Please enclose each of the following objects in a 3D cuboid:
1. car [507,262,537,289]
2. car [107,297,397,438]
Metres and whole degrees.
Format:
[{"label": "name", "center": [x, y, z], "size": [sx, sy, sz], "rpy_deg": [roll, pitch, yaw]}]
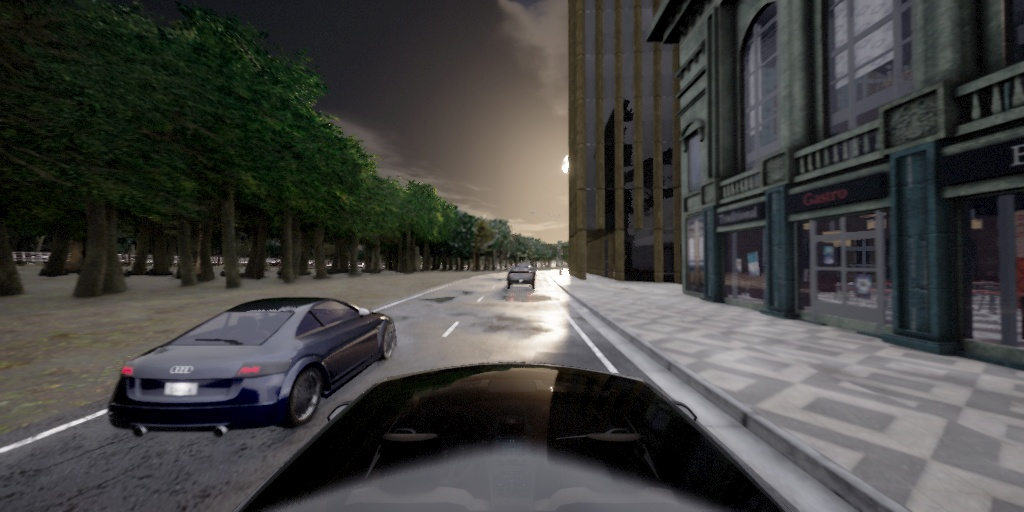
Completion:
[{"label": "car", "center": [0.666, 1.362, 24.704], "size": [2.128, 1.511, 4.902], "rpy_deg": [0, 0, 3]}, {"label": "car", "center": [-3.351, 1.322, 5.655], "size": [1.994, 1.385, 4.181], "rpy_deg": [0, 0, 0]}]
